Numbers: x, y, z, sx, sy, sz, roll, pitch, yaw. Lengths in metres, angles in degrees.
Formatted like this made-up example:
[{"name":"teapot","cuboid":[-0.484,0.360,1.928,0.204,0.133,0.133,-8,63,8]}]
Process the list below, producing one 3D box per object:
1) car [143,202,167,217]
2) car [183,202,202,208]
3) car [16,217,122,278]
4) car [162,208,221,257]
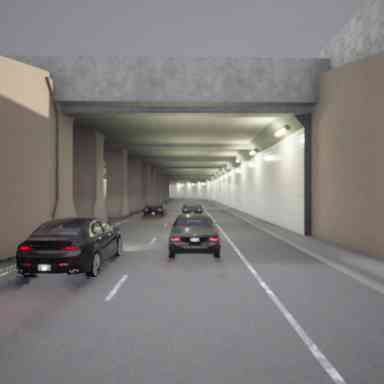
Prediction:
[{"name":"car","cuboid":[-3.465,1.625,31.962,1.895,1.301,4.718,0,0,0]},{"name":"car","cuboid":[0.035,1.625,31.966,1.895,1.301,4.718,0,0,0]},{"name":"car","cuboid":[-3.420,1.512,10.121,1.837,1.490,4.892,0,0,0]},{"name":"car","cuboid":[0.075,1.557,12.954,2.033,1.411,5.357,0,0,0]}]
